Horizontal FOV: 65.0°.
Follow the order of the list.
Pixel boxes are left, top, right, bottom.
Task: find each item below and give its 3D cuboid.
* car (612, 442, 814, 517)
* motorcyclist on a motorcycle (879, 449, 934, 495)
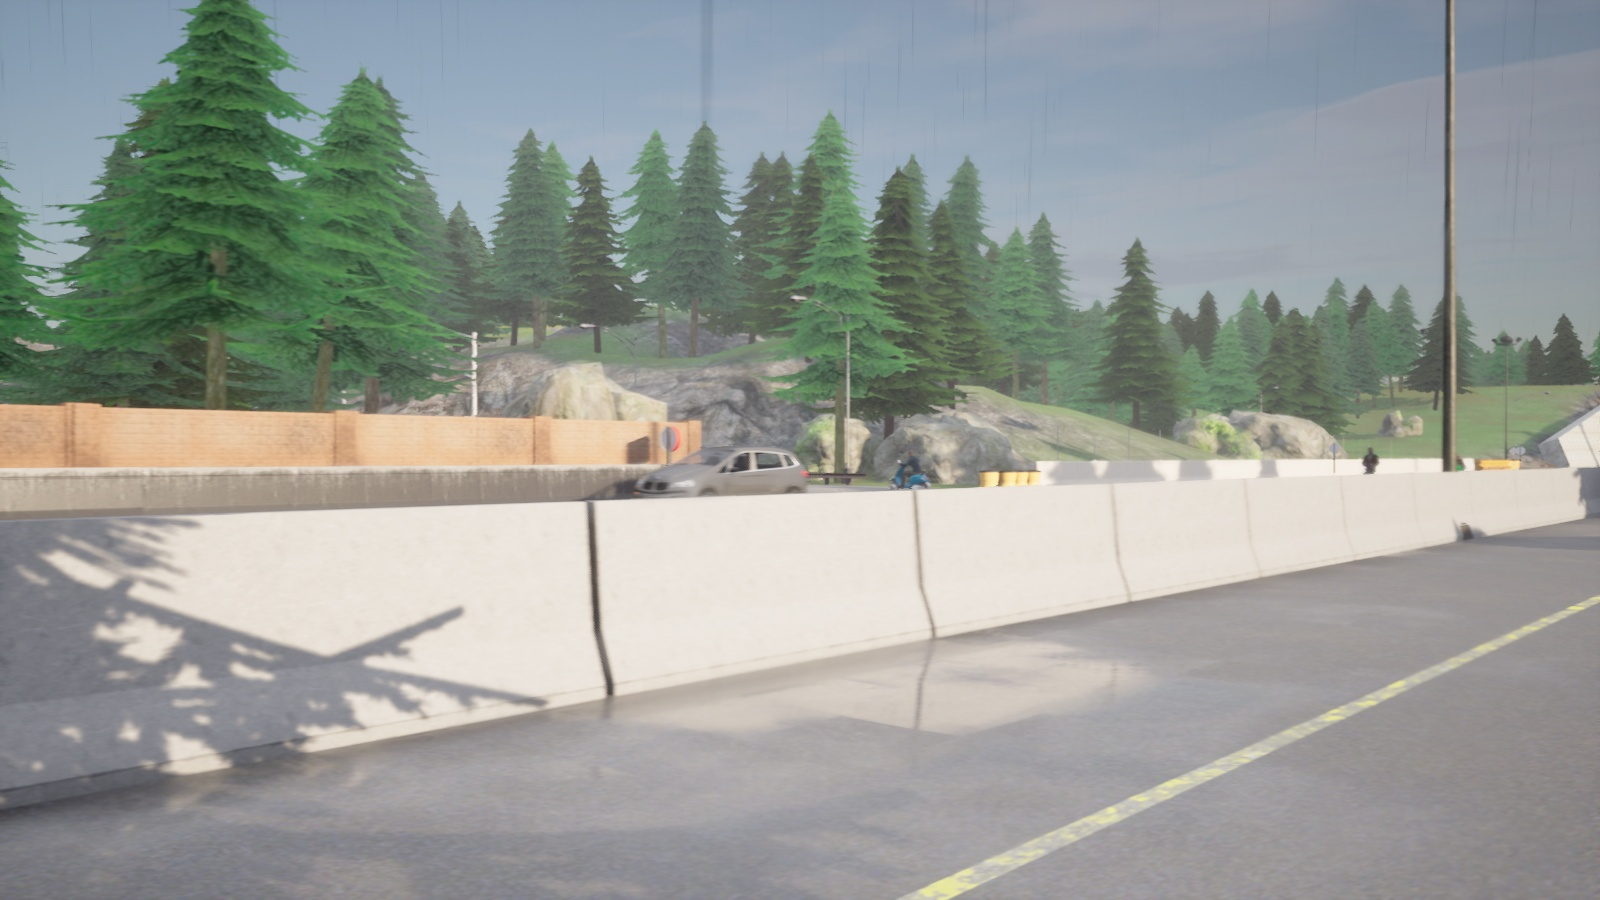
[{"bbox_3d":[-2.031,0.669,30.431,2.242,1.667,4.611,0,0,42],"label":"car"},{"bbox_3d":[3.868,0.771,45.626,1.817,1.590,0.866,3,2,42],"label":"motorcyclist on a motorcycle"}]
